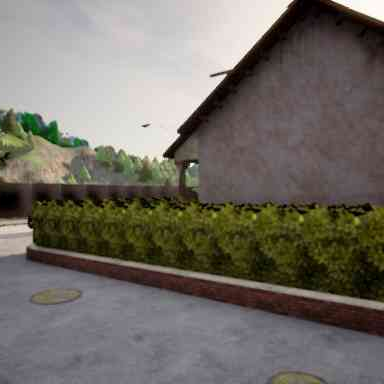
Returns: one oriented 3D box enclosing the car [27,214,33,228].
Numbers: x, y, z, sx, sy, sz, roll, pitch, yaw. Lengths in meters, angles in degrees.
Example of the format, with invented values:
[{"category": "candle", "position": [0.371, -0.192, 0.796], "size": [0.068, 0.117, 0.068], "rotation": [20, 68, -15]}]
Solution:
[{"category": "car", "position": [-7.556, 1.594, 20.733], "size": [1.882, 1.535, 5.008], "rotation": [0, -1, 36]}]
